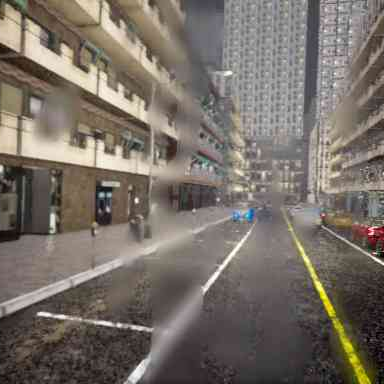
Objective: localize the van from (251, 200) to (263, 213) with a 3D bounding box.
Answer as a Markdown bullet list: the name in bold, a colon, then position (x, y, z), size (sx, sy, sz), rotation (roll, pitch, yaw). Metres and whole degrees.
- **van**: position (10.094, 2.216, 51.422), size (1.690, 1.788, 3.998), rotation (1, -1, 14)

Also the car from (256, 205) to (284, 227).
- **car**: position (6.785, 2.096, 28.236), size (1.994, 1.385, 4.181), rotation (2, -1, 14)

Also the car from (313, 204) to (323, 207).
- **car**: position (13.641, 2.292, 33.366), size (1.967, 1.590, 4.097), rotation (1, -1, 14)

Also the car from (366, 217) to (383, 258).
- **car**: position (8.195, 1.752, 11.855), size (2.192, 1.841, 5.009), rotation (1, -1, 14)

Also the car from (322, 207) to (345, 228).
- **car**: position (12.318, 2.277, 28.152), size (1.752, 1.417, 4.829), rotation (1, -1, 14)

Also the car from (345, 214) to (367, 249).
- **car**: position (9.554, 1.981, 17.232), size (1.967, 1.590, 4.097), rotation (1, -1, 14)

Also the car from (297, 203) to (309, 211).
- **car**: position (21.813, 3.014, 65.635), size (1.887, 1.381, 4.507), rotation (1, -1, 14)

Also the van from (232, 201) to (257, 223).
- **van**: position (4.644, 1.803, 29.910), size (1.690, 1.788, 3.998), rotation (1, -1, 14)

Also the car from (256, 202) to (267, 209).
- **car**: position (14.175, 2.749, 67.555), size (1.947, 1.339, 4.313), rotation (1, -1, 14)

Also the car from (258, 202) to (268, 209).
- **car**: position (15.538, 2.830, 72.933), size (1.887, 1.381, 4.507), rotation (1, -1, 14)

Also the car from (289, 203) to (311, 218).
- **car**: position (12.619, 2.393, 39.515), size (1.812, 1.442, 4.674), rotation (2, 0, 15)

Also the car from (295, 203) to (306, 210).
- **car**: position (23.218, 3.100, 71.178), size (1.752, 1.417, 4.829), rotation (1, -1, 14)

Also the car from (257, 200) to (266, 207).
- **car**: position (8.729, 2.212, 46.043), size (1.967, 1.590, 4.097), rotation (1, -1, 14)

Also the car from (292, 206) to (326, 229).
- **car**: position (9.648, 2.167, 27.728), size (1.812, 1.442, 4.674), rotation (2, -1, 14)

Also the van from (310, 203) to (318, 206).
- **van**: position (16.369, 2.400, 44.124), size (1.690, 1.788, 3.998), rotation (1, -1, 14)
